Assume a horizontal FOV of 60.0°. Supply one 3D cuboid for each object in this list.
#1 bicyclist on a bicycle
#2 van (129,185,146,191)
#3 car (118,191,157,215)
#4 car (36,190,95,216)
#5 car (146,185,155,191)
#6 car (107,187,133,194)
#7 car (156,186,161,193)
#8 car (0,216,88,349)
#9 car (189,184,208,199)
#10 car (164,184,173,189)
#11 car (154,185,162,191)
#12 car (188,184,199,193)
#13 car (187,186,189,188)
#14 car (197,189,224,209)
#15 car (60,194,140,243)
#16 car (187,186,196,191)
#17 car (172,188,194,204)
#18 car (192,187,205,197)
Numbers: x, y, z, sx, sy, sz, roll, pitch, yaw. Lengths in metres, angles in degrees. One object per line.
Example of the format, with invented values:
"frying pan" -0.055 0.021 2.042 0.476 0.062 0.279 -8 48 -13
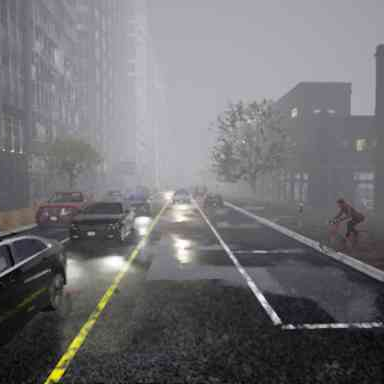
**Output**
"bicyclist on a bicycle" 4.517 1.005 9.707 1.656 1.620 0.582 -2 2 -2
"van" -7.041 0.178 40.435 1.690 1.788 3.998 -1 2 -2
"car" -3.861 0.875 23.841 1.994 1.385 4.181 0 2 -2
"car" -6.362 0.818 17.588 2.192 1.841 5.009 -1 2 -2
"car" -7.419 -0.171 51.493 2.192 1.841 5.009 -1 2 -2
"car" -6.648 0.621 28.653 1.967 1.590 4.097 -1 2 -2
"car" -7.982 -0.425 68.088 1.887 1.381 4.507 -1 2 -2
"car" -3.206 1.368 4.396 2.128 1.511 4.902 0 2 -2
"car" 1.145 -0.048 46.239 2.192 1.841 5.009 -1 2 -2
"car" -5.668 -1.195 79.412 1.837 1.490 4.892 0 2 -2
"car" -8.543 -0.923 84.505 1.752 1.417 4.829 -1 2 -2
"car" 0.201 -0.855 73.884 2.192 1.841 5.009 -1 2 -2
"car" -1.576 0.096 48.835 1.812 1.442 4.674 0 2 -1
"car" 1.754 0.692 28.925 2.008 1.369 4.403 -1 2 -2
"car" -3.522 1.080 13.839 1.882 1.535 5.008 0 2 -2
"car" -0.172 -0.927 84.949 1.947 1.339 4.313 -1 2 -2
"car" -1.101 0.562 35.438 1.895 1.301 4.718 0 2 -1
"car" 0.955 -0.004 51.944 1.752 1.417 4.829 -1 2 -2
